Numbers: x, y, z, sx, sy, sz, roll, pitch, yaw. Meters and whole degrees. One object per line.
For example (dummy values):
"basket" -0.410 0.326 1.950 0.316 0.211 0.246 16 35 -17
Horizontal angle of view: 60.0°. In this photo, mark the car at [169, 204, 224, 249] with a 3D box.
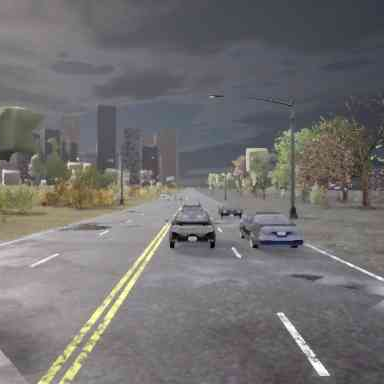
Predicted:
"car" 0.020 1.500 14.615 2.128 1.511 4.902 0 0 0

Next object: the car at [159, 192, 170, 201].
"car" -6.391 1.046 77.176 2.150 2.045 5.566 0 0 0

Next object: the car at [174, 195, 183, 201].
"car" -3.141 1.345 77.204 2.128 1.511 4.902 0 0 0

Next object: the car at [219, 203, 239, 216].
"car" 3.295 1.612 29.639 1.895 1.301 4.718 0 0 0

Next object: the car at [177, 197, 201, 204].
"car" 0.041 1.503 29.616 2.128 1.511 4.902 0 0 0

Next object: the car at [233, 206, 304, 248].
"car" 3.267 1.563 14.611 2.033 1.411 5.357 0 0 0
